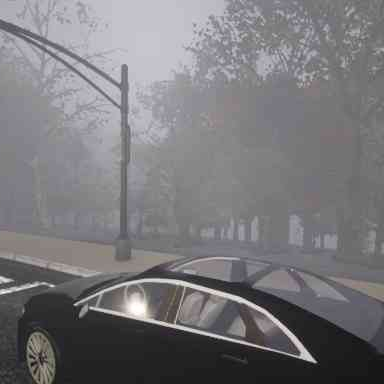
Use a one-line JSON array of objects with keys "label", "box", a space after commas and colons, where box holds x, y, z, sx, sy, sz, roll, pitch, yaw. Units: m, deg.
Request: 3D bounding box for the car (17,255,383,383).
[{"label": "car", "box": [0.017, 1.491, 3.688, 4.902, 1.511, 2.128, 0, 0, 34]}]
